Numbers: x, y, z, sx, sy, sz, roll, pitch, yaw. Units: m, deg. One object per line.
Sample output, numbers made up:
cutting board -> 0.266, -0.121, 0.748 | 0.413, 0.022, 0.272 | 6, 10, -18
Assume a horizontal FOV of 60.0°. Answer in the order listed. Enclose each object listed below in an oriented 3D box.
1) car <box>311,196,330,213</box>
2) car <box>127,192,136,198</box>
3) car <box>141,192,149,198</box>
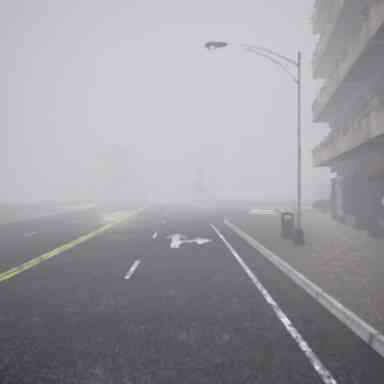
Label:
car -> 13.545, 1.145, 30.679 | 4.902, 1.511, 2.128 | -1, 0, 12
car -> -15.045, 0.747, 83.295 | 1.994, 1.385, 4.181 | 0, 0, -7
car -> -11.821, 0.739, 83.705 | 1.994, 1.385, 4.181 | 0, 0, -7
